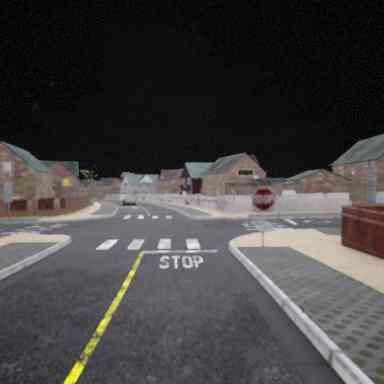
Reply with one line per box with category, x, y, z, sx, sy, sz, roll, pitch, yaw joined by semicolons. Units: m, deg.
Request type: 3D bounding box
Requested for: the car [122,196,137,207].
car;-9.494;1.428;50.410;1.882;1.535;5.008;0;1;-15
